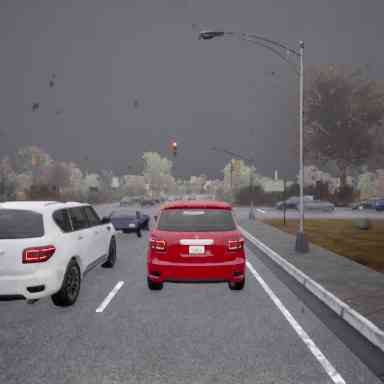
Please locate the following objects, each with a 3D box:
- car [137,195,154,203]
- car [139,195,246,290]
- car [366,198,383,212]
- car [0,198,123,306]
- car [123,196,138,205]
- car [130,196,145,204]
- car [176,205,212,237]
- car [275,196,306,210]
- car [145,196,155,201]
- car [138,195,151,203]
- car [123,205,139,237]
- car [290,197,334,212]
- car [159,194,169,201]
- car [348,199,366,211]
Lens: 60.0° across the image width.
[{"bbox_3d":[-7.123,1.547,54.533,2.033,1.411,5.357,0,0,0],"label":"car"},{"bbox_3d":[0.091,1.221,9.194,2.150,2.045,5.566,0,0,0],"label":"car"},{"bbox_3d":[23.084,1.212,37.050,5.566,2.045,2.150,0,0,3],"label":"car"},{"bbox_3d":[-3.406,1.221,8.133,2.150,2.045,5.566,0,0,0],"label":"car"},{"bbox_3d":[-10.629,1.505,54.926,1.837,1.490,4.892,0,0,0],"label":"car"},{"bbox_3d":[-10.589,1.547,64.669,2.033,1.411,5.357,0,0,1],"label":"car"},{"bbox_3d":[0.086,1.526,18.888,1.812,1.442,4.674,0,0,0],"label":"car"},{"bbox_3d":[12.600,1.352,41.122,4.553,1.767,2.097,0,0,3],"label":"car"},{"bbox_3d":[-10.563,1.595,84.557,1.895,1.301,4.718,0,0,0],"label":"car"},{"bbox_3d":[-10.557,1.525,74.511,2.128,1.511,4.902,0,0,0],"label":"car"},{"bbox_3d":[-3.413,1.601,17.901,1.895,1.301,4.718,0,0,0],"label":"car"},{"bbox_3d":[13.748,1.564,37.553,4.181,1.385,1.994,0,0,3],"label":"car"},{"bbox_3d":[-7.063,1.355,84.192,2.097,1.767,4.553,0,0,0],"label":"car"},{"bbox_3d":[21.730,1.499,40.630,4.892,1.490,1.837,0,0,3],"label":"car"}]
